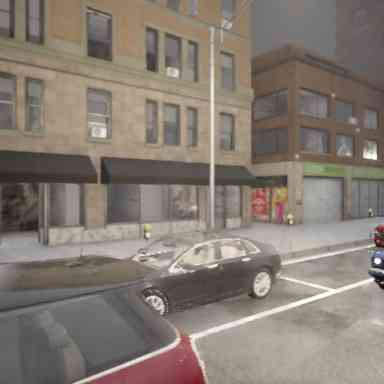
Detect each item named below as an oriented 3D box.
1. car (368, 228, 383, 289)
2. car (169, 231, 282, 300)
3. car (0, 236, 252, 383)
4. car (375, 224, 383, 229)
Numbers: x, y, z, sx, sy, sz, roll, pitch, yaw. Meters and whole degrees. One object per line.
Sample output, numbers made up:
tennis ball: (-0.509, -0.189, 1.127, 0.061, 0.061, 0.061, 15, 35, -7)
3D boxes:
car: (6.104, 1.543, 7.711, 4.718, 1.301, 1.895, 0, 0, -35)
car: (-0.044, 1.527, 6.729, 4.403, 1.369, 2.008, 0, 1, -36)
car: (-2.049, 1.356, 1.884, 4.553, 1.767, 2.097, -1, 0, -36)
car: (8.921, 1.455, 13.130, 4.507, 1.381, 1.887, 0, 1, -36)
